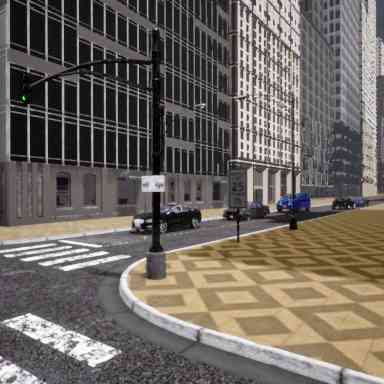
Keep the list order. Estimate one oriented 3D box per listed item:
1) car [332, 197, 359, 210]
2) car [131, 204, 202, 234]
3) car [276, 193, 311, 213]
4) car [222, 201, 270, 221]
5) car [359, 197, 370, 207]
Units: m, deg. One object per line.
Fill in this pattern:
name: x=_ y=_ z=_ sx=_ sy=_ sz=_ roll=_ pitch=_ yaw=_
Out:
car: x=18.423 y=1.359 z=40.377 sx=1.837 sy=1.490 sz=4.892 roll=0 pitch=0 yaw=37
car: x=-1.349 y=1.447 z=19.218 sx=2.128 sy=1.511 sz=4.902 roll=0 pitch=0 yaw=37
car: x=10.986 y=1.113 z=35.670 sx=2.150 sy=2.045 sz=5.566 roll=0 pitch=0 yaw=37
car: x=4.570 y=1.472 z=27.120 sx=2.033 sy=1.411 sz=5.357 roll=0 pitch=0 yaw=37
car: x=24.636 y=1.368 z=48.745 sx=2.033 sy=1.411 sz=5.357 roll=0 pitch=0 yaw=37
